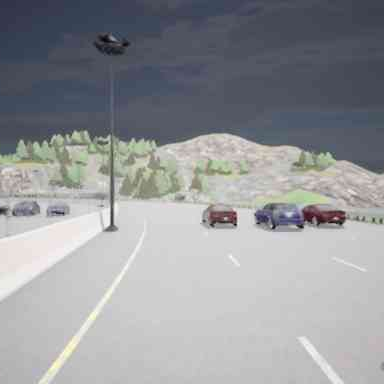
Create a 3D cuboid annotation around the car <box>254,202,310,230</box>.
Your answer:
[{"bbox_3d":[5.687,1.463,22.321,2.097,1.767,4.553,0,0,-6],"label":"car"}]

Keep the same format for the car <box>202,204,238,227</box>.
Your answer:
[{"bbox_3d":[1.917,1.624,24.308,1.882,1.535,5.008,0,0,-7],"label":"car"}]

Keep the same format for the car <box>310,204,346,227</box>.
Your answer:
[{"bbox_3d":[9.020,1.579,23.976,1.882,1.535,5.008,0,0,-7],"label":"car"}]
